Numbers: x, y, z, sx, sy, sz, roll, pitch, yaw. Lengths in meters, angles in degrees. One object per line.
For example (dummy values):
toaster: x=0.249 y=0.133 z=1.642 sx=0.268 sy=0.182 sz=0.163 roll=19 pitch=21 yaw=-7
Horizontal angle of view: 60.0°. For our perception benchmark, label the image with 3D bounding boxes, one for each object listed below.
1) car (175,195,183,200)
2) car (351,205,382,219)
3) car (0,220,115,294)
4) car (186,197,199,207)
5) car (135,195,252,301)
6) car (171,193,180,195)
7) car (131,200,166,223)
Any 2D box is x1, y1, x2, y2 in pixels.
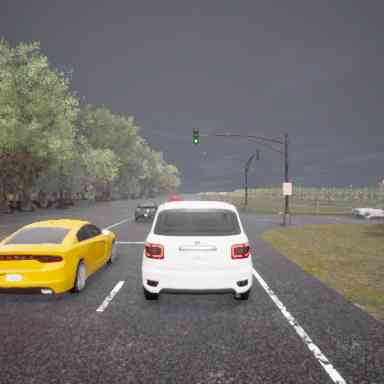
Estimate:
car: x=-3.495 y=1.553 z=92.467 sx=1.994 sy=1.385 sz=4.181 roll=0 pitch=0 yaw=0
car: x=17.726 y=1.853 z=31.543 sx=4.718 sy=1.301 sz=1.895 roll=1 pitch=-1 yaw=1
car: x=-3.399 y=1.480 z=8.831 sx=1.882 sy=1.535 sz=5.008 roll=0 pitch=0 yaw=0
car: x=0.061 y=1.554 z=53.421 sx=2.033 sy=1.411 sz=5.357 roll=0 pitch=0 yaw=1
car: x=0.102 y=1.224 z=8.487 sx=2.150 sy=2.045 sz=5.566 roll=0 pitch=0 yaw=0
car: x=-3.398 y=1.224 z=68.351 sx=2.150 sy=2.045 sz=5.566 roll=0 pitch=0 yaw=0
car: x=-3.398 y=1.500 z=26.845 sx=2.128 sy=1.511 sz=4.902 roll=0 pitch=0 yaw=0
